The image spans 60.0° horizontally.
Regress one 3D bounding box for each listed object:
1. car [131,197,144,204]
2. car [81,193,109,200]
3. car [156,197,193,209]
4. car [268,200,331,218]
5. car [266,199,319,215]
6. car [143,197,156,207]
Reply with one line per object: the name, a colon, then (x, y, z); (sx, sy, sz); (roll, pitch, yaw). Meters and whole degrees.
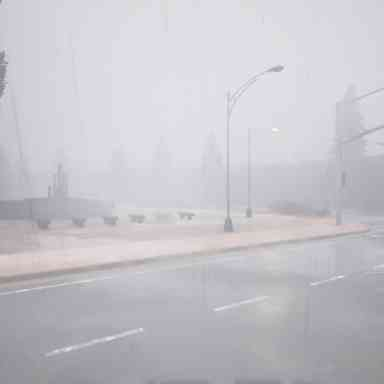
car: (-9.175, 1.564, 61.164); (4.181, 1.385, 1.994); (0, 0, 22)
car: (-18.715, 1.221, 63.905); (5.566, 2.045, 2.150); (0, 0, 10)
car: (-2.000, 1.491, 44.989); (4.902, 1.511, 2.128); (0, 0, 38)
car: (10.063, 1.547, 30.886); (2.033, 1.411, 5.357); (0, 0, -36)
car: (10.745, 1.547, 35.898); (2.033, 1.411, 5.357); (0, 0, -36)
car: (-4.827, 1.564, 51.198); (4.181, 1.385, 1.994); (0, 0, 31)
